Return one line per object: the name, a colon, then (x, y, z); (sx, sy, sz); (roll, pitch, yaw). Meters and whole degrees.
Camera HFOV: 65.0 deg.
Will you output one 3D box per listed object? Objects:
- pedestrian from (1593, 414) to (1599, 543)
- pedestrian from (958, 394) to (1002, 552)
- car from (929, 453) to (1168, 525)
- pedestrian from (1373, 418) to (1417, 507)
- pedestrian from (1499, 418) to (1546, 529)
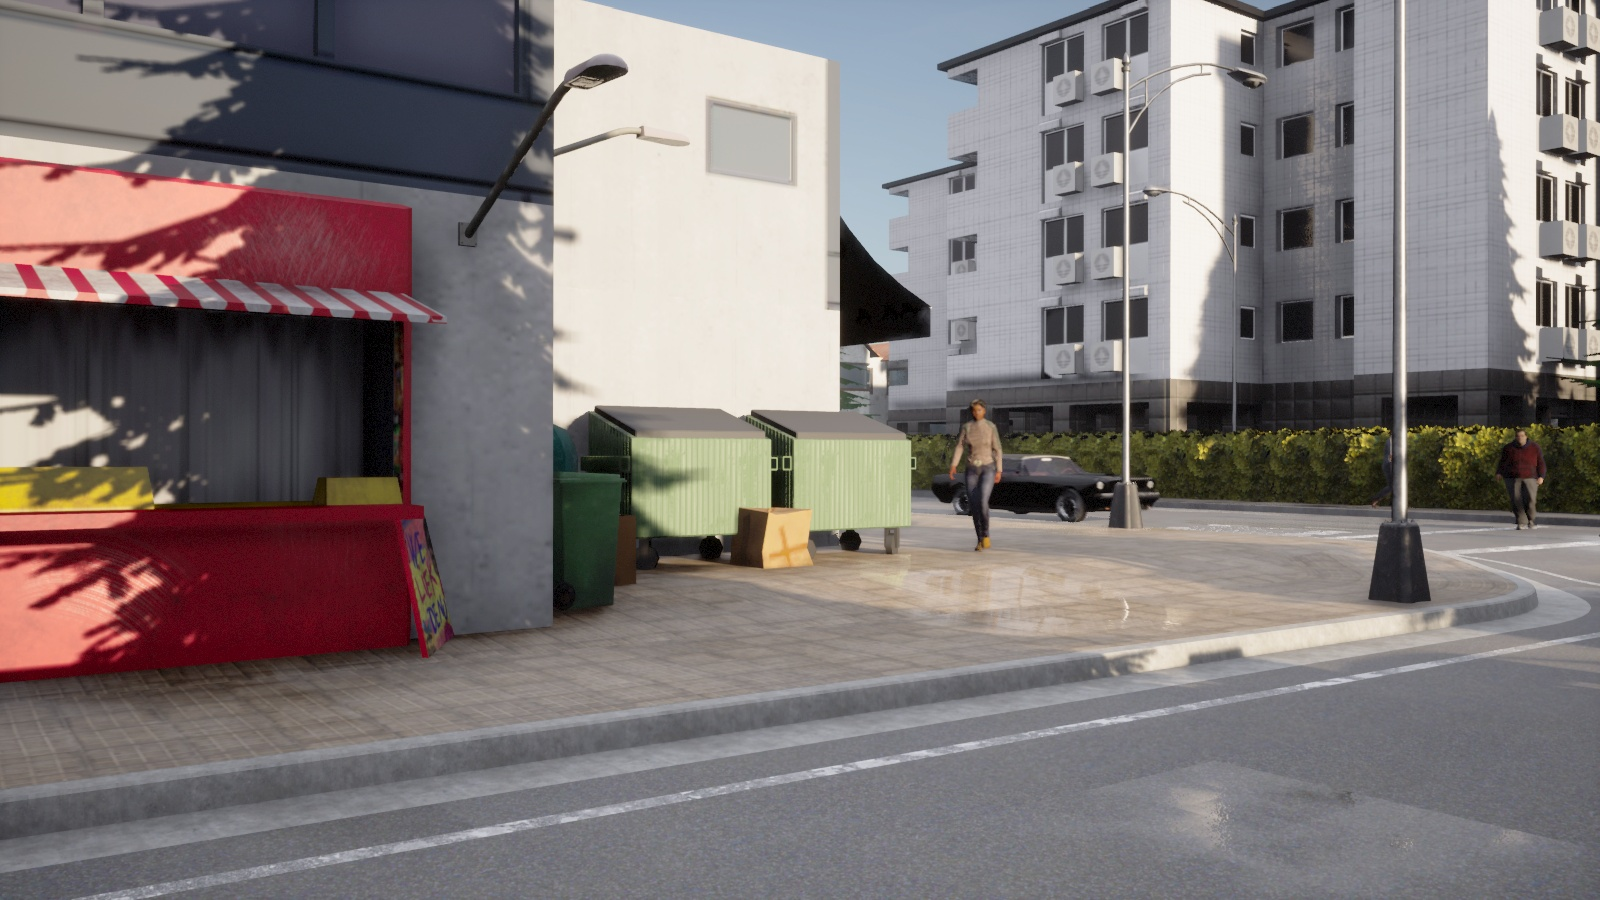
pedestrian: (12.296, 0.425, 18.873); (0.692, 1.930, 0.395); (0, 0, -34)
pedestrian: (2.139, 0.267, 14.858); (0.328, 1.805, 0.869); (0, 0, 21)
car: (4.909, 0.721, 25.451); (1.895, 1.301, 4.718); (0, 0, -36)
pedestrian: (12.492, 0.264, 26.361); (0.694, 1.848, 0.540); (0, 0, 43)
pedestrian: (12.396, 0.392, 21.538); (0.634, 1.844, 0.899); (0, 0, 34)
